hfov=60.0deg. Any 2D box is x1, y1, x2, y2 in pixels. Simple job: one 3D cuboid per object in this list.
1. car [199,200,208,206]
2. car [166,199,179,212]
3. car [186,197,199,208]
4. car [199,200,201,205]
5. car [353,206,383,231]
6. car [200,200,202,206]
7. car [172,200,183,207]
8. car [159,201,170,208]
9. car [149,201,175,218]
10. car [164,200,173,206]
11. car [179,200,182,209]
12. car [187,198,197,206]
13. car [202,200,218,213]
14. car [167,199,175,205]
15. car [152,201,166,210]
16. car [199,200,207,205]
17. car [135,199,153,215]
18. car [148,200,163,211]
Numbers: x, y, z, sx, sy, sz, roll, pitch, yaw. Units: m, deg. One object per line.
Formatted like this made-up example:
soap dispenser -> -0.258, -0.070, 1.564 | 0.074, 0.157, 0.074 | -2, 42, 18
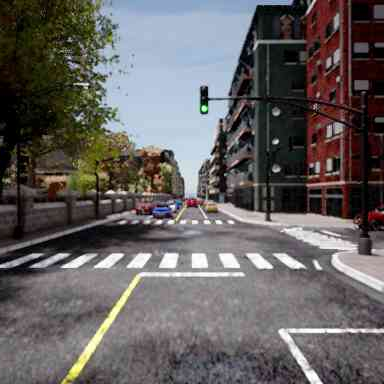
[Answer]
car -> 2.703, 2.600, 79.803 | 1.887, 1.381, 4.507 | 0, -1, 0
car -> -3.100, 2.113, 45.184 | 1.812, 1.442, 4.674 | 0, -1, 1
car -> 0.014, 2.095, 66.409 | 2.150, 2.045, 5.566 | 0, -1, 0
car -> 2.698, 2.306, 57.664 | 2.008, 1.369, 4.403 | 0, -1, 0
car -> 14.620, 1.903, 24.485 | 5.009, 1.841, 2.192 | 1, -1, 0
car -> 2.697, 2.225, 52.129 | 1.887, 1.381, 4.507 | 0, -1, 0
car -> -2.987, 2.381, 68.771 | 1.994, 1.385, 4.181 | 0, -1, 0
car -> -5.680, 2.487, 68.734 | 1.802, 1.307, 4.206 | 0, -1, 0
car -> -3.094, 1.984, 35.461 | 1.812, 1.442, 4.674 | 0, -1, 0
car -> -5.677, 2.638, 79.804 | 1.802, 1.307, 4.206 | 0, -1, 0
car -> -3.070, 2.203, 55.489 | 1.882, 1.535, 5.008 | 0, -1, 0
car -> 0.015, 2.281, 76.767 | 2.097, 1.767, 4.553 | 0, -1, 0
car -> 2.696, 2.133, 46.765 | 1.752, 1.417, 4.829 | 0, -1, 0
car -> -5.676, 2.732, 90.703 | 1.752, 1.417, 4.829 | 0, -1, 0
car -> -5.682, 2.300, 57.665 | 1.887, 1.381, 4.507 | 0, -1, 0
car -> 2.704, 2.677, 85.337 | 1.887, 1.381, 4.507 | 0, -1, 0
car -> -5.686, 1.847, 41.064 | 2.192, 1.841, 5.009 | 0, -1, 0
car -> -5.684, 2.121, 52.132 | 1.967, 1.590, 4.097 | 0, -1, 0
